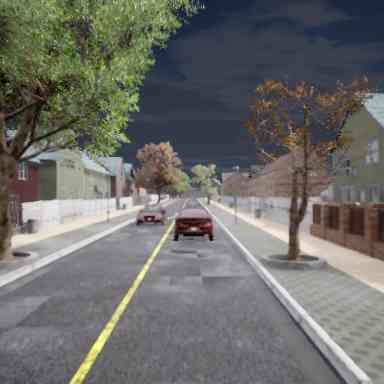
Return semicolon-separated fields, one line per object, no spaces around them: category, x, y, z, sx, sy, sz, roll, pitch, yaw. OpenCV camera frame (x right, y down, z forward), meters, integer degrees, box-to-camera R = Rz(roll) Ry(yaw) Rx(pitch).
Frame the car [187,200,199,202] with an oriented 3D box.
car;0.103;1.631;37.255;2.033;1.411;5.357;0;0;0

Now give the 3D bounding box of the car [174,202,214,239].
car;0.091;1.516;17.444;1.882;1.535;5.008;0;0;0

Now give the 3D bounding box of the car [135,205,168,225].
car;-2.844;1.617;24.116;1.994;1.385;4.181;0;0;0
